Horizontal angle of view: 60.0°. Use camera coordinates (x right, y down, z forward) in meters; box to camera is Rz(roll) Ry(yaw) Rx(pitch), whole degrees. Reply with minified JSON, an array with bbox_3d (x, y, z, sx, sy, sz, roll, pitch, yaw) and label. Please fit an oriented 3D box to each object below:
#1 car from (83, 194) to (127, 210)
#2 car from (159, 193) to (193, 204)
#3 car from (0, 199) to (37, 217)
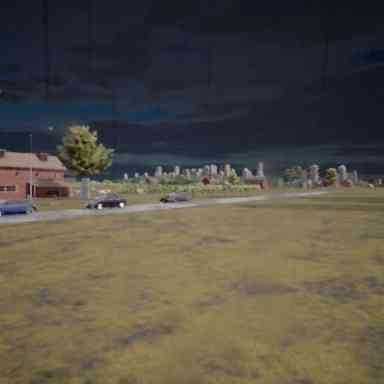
[{"bbox_3d":[-8.989,1.014,34.725,1.837,1.490,4.892,1,2,36],"label":"car"},{"bbox_3d":[-2.055,0.813,44.320,2.033,1.411,5.357,1,2,36],"label":"car"},{"bbox_3d":[-14.782,1.271,26.705,1.994,1.385,4.181,1,2,34],"label":"car"}]
